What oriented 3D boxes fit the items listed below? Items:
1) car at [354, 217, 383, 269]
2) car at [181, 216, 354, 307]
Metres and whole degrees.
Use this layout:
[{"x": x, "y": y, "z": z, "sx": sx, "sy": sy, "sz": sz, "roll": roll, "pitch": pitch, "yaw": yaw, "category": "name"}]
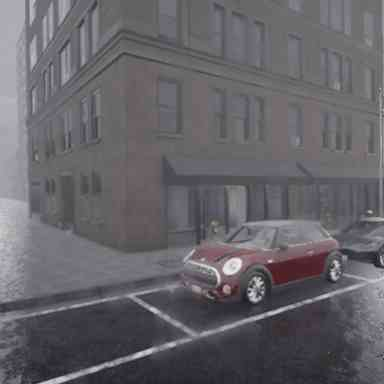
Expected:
[{"x": 6.198, "y": 1.542, "z": 11.071, "sx": 4.313, "sy": 1.339, "sz": 1.947, "roll": 0, "pitch": -1, "yaw": -35, "category": "car"}, {"x": 1.712, "y": 1.428, "z": 7.878, "sx": 4.097, "sy": 1.590, "sz": 1.967, "roll": 0, "pitch": -1, "yaw": -35, "category": "car"}]
